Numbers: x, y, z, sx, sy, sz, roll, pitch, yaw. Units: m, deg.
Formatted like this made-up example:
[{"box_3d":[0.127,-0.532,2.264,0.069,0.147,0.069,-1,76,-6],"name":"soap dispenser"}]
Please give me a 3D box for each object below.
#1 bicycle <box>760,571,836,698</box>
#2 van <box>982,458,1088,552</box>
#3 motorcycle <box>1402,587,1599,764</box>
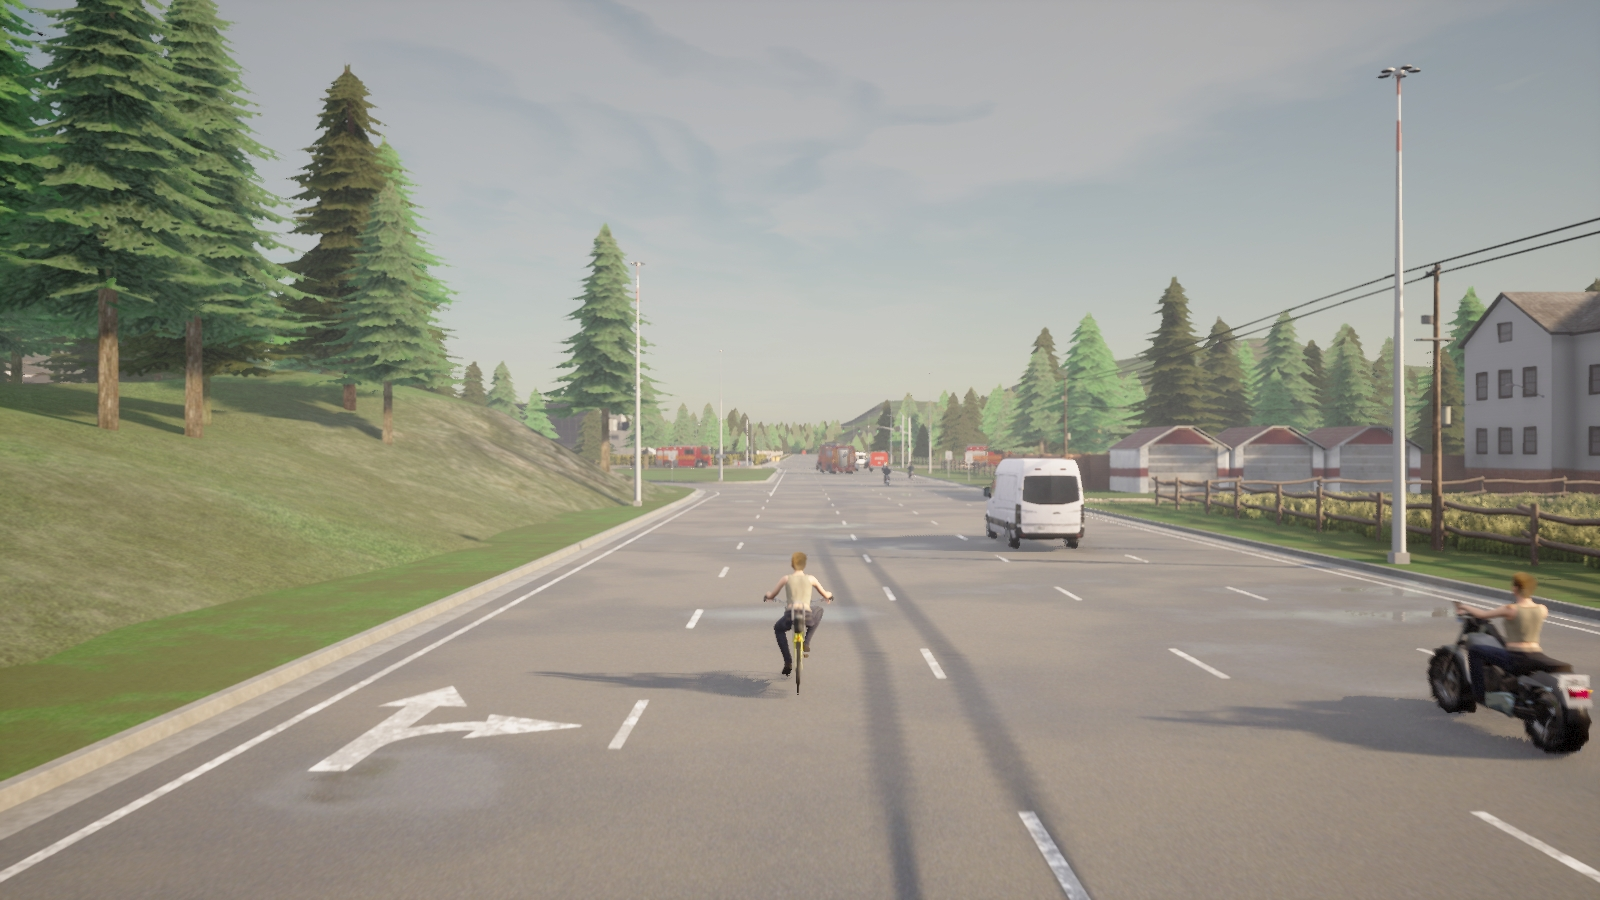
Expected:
[{"box_3d":[-0.016,2.164,13.627,0.859,1.276,1.487,0,0,0],"name":"bicycle"},{"box_3d":[6.988,1.549,34.686,1.988,2.561,5.915,0,0,0],"name":"van"},{"box_3d":[7.004,2.160,11.398,0.764,1.307,2.356,0,0,0],"name":"motorcycle"}]
